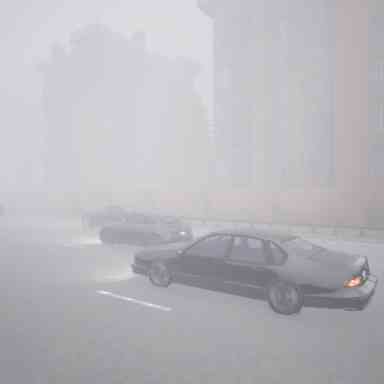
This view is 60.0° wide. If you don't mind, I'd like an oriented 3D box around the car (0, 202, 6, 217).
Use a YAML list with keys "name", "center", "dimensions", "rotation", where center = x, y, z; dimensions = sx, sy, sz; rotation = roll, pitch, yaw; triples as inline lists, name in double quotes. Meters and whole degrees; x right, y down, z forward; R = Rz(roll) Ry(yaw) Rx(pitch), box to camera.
- name: "car"
  center: [-18.798, 1.505, 30.321]
  dimensions: [4.892, 1.490, 1.837]
  rotation: [0, 0, 36]

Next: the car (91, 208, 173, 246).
- name: "car"
  center: [-1.964, 1.564, 13.999]
  dimensions: [4.181, 1.385, 1.994]
  rotation: [0, 0, 36]

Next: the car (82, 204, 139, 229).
- name: "car"
  center: [-4.587, 1.478, 20.173]
  dimensions: [5.008, 1.535, 1.882]
  rotation: [0, 0, 36]

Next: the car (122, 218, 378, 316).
- name: "car"
  center: [1.087, 1.547, 7.517]
  dimensions: [5.357, 1.411, 2.033]
  rotation: [0, 0, 36]
